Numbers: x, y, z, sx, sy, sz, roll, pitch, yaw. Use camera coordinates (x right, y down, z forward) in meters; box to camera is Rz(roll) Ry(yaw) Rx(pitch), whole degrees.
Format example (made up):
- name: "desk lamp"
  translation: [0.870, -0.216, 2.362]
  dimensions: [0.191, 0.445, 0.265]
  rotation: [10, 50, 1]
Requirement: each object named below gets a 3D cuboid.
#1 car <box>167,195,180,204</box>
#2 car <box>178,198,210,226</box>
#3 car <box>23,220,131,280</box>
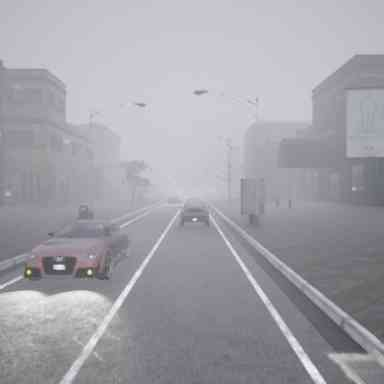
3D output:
- name: "car"
  translation: [-2.880, 1.219, 52.929]
  dimensions: [1.994, 1.385, 4.181]
  rotation: [0, 0, 1]
- name: "car"
  translation: [0.176, 1.408, 22.650]
  dimensions: [1.837, 1.490, 4.892]
  rotation: [0, 0, 0]
- name: "car"
  translation: [-3.068, 1.542, 9.687]
  dimensions: [1.994, 1.385, 4.181]
  rotation: [0, 0, 0]
